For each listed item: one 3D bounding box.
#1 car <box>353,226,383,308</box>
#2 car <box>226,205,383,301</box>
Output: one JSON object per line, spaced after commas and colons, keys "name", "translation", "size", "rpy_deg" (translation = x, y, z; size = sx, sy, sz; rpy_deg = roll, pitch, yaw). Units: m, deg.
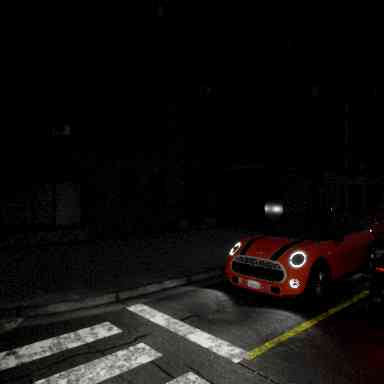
{"name": "car", "translation": [5.277, 1.491, 6.778], "size": [4.892, 1.490, 1.837], "rpy_deg": [0, 0, -43]}
{"name": "car", "translation": [2.907, 1.323, 8.433], "size": [4.553, 1.767, 2.097], "rpy_deg": [0, 0, -43]}
